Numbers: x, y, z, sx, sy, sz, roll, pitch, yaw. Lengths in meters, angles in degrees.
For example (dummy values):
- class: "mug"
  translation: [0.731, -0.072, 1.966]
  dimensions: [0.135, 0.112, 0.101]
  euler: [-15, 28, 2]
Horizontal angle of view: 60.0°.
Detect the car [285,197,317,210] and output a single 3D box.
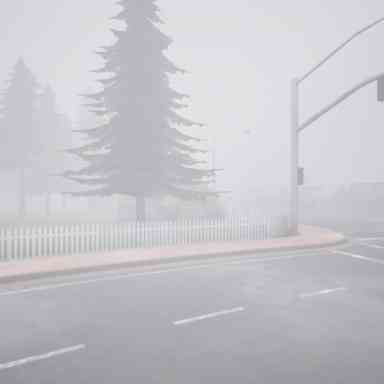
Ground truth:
- class: "car"
  translation: [14.106, 1.407, 43.197]
  dimensions: [2.097, 1.767, 4.553]
  euler: [0, 0, -18]
